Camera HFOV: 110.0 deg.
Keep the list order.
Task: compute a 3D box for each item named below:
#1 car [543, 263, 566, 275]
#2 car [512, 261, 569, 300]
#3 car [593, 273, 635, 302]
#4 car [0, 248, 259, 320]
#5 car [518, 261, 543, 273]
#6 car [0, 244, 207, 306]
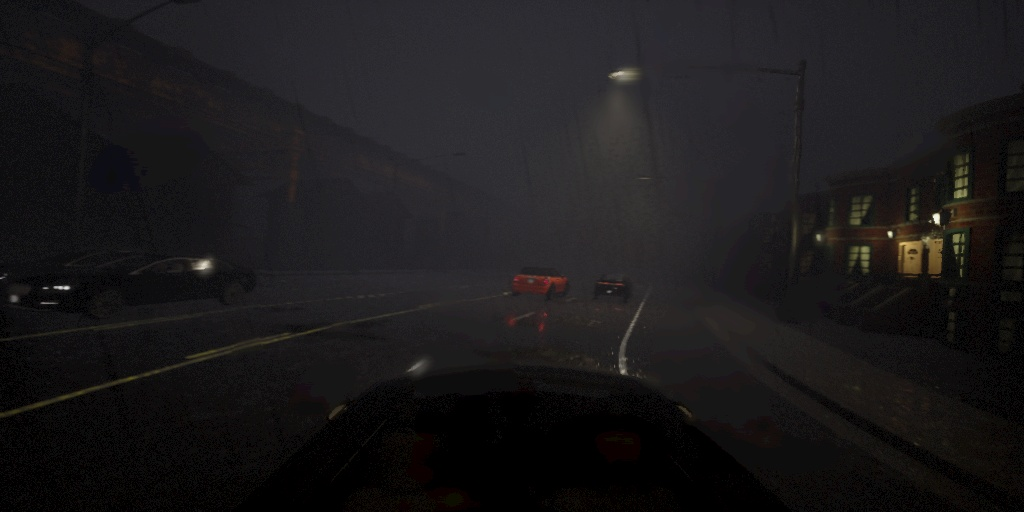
[{"bbox_3d":[5.842,1.749,48.415,1.812,1.442,4.674,4,0,22],"label":"car"},{"bbox_3d":[1.721,1.325,19.756,2.097,1.767,4.553,4,0,22],"label":"car"},{"bbox_3d":[6.048,1.750,21.109,2.128,1.511,4.902,4,0,22],"label":"car"},{"bbox_3d":[-9.615,0.677,9.771,2.128,1.511,4.902,3,0,16],"label":"car"},{"bbox_3d":[2.616,1.505,49.752,1.882,1.535,5.008,4,0,22],"label":"car"},{"bbox_3d":[-12.854,0.492,11.138,1.837,1.490,4.892,3,-1,16],"label":"car"}]
